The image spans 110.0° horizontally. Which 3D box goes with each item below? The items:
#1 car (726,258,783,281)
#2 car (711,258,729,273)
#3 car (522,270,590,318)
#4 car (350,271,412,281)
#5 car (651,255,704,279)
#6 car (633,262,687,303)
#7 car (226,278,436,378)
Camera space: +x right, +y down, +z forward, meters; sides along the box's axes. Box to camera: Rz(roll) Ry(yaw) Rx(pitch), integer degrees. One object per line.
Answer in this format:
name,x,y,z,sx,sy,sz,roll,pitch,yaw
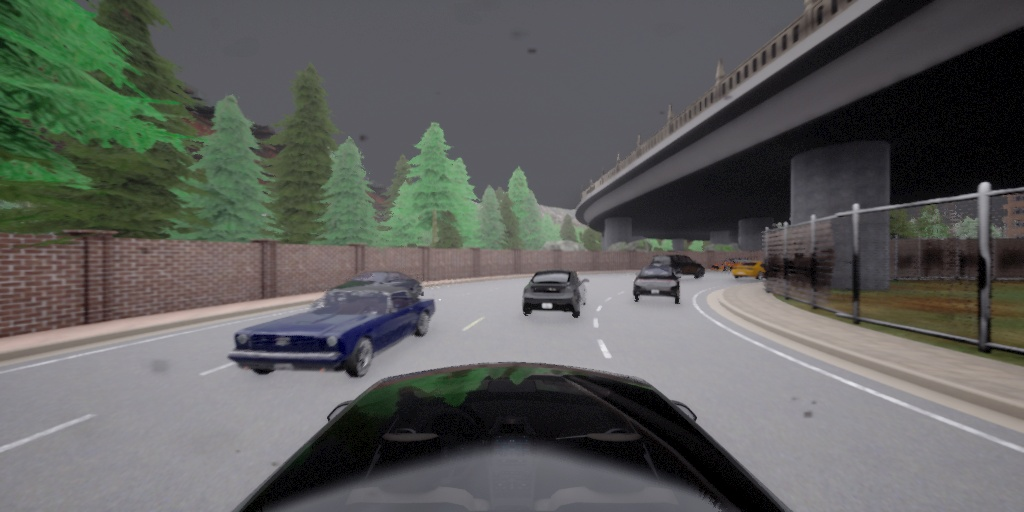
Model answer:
car,20.370,1.177,29.542,5.008,1.535,1.882,0,0,-26
car,25.850,1.027,42.154,4.553,1.767,2.097,0,0,-9
car,1.671,1.233,13.056,1.837,1.490,4.892,-1,0,15
car,-5.298,1.289,14.268,1.994,1.385,4.181,0,0,16
car,13.695,0.919,29.770,5.566,2.045,2.150,0,0,-36
car,6.774,1.214,16.559,2.128,1.511,4.902,0,0,25
car,-3.179,1.339,7.515,1.895,1.301,4.718,0,0,6
